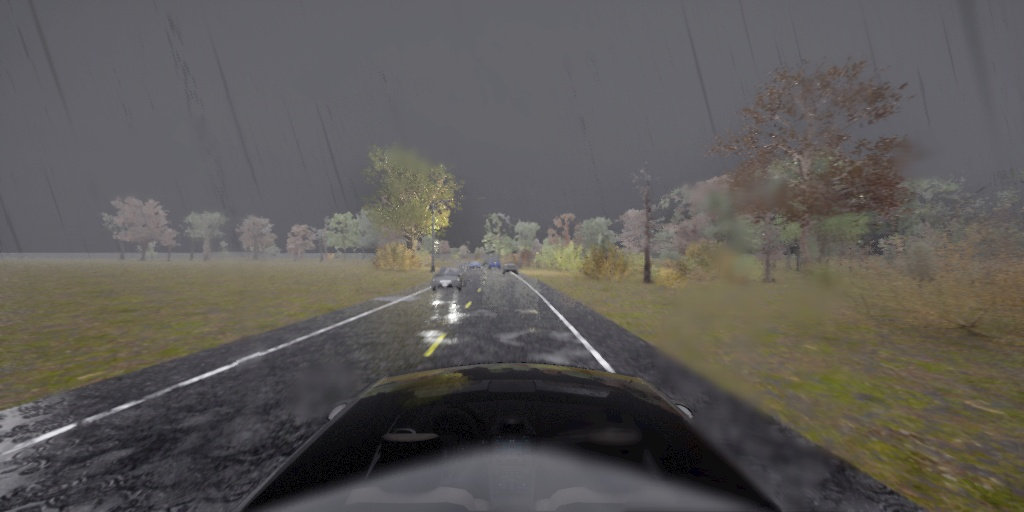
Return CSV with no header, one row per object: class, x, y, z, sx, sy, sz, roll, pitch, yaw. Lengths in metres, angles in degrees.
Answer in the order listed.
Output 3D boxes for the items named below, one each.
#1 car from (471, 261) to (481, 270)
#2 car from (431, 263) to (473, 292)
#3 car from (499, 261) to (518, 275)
car,-6.668,1.671,65.135,1.882,1.535,5.008,0,0,-5
car,-3.970,1.424,23.266,2.128,1.511,4.902,0,0,-2
car,-0.287,1.583,45.956,1.837,1.490,4.892,0,0,-4
